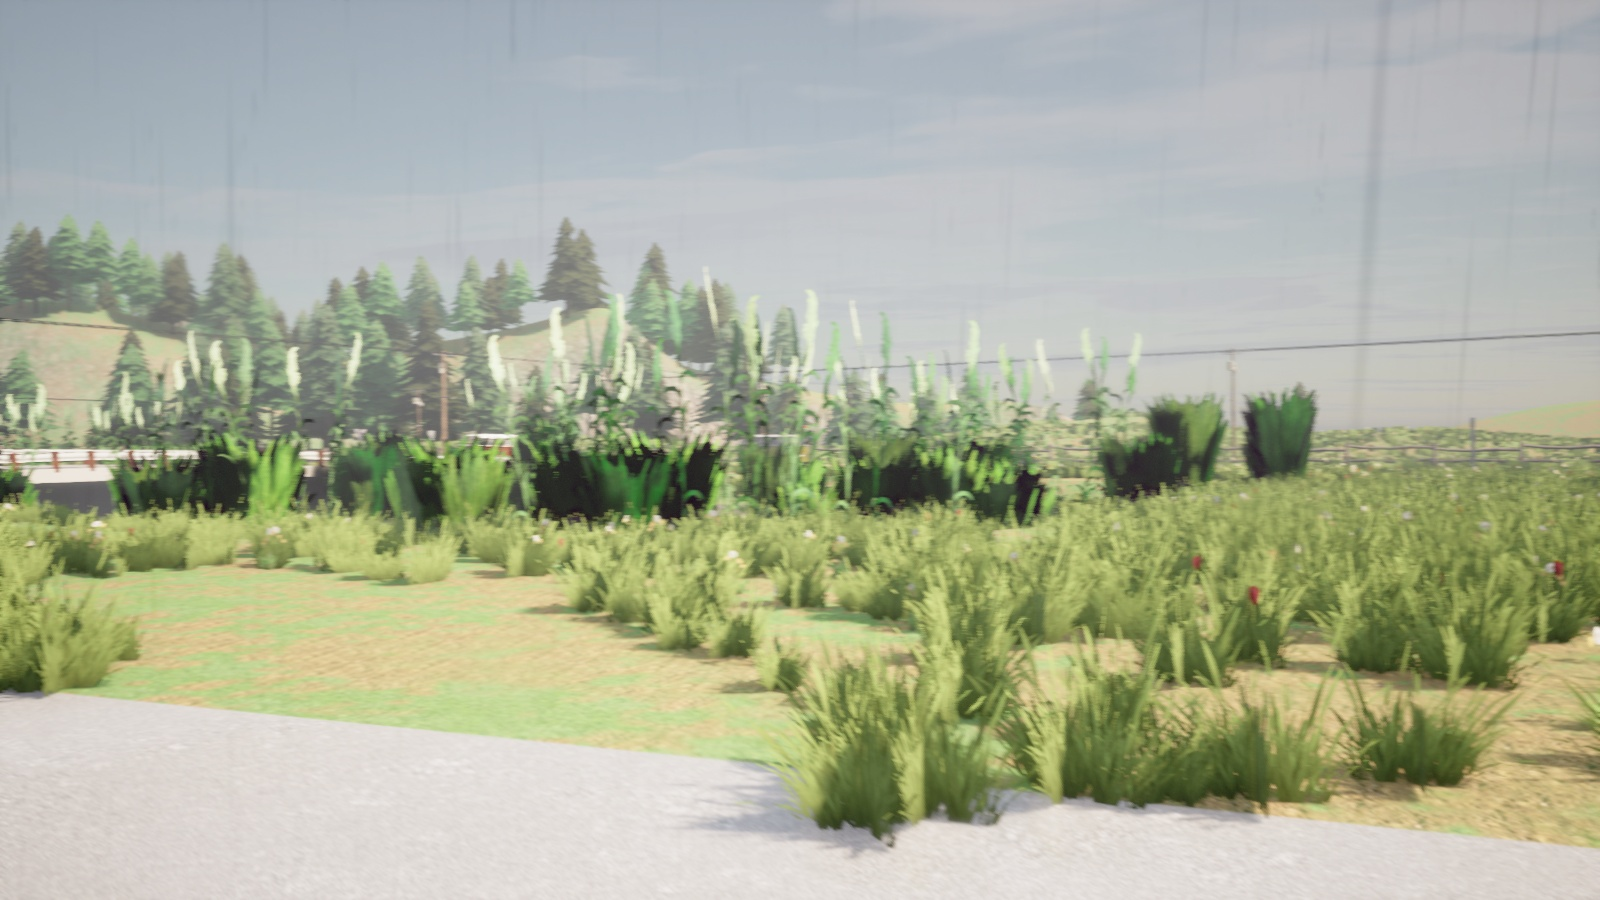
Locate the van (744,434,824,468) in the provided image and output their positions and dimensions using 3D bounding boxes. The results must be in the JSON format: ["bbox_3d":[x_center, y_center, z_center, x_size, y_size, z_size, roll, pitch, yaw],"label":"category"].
[{"bbox_3d":[-0.968,0.060,74.588,4.442,1.987,1.775,0,0,29],"label":"van"}]

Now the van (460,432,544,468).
[{"bbox_3d":[-17.472,0.034,73.728,2.069,2.038,4.480,0,-1,36],"label":"van"}]
